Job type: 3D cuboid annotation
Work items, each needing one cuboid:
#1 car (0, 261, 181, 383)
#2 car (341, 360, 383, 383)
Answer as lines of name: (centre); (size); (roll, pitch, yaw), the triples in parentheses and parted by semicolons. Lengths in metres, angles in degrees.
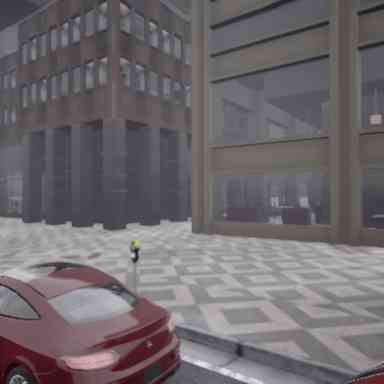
car: (-2.071, 1.621, 4.441); (4.206, 1.307, 1.802); (-1, 0, 36)
car: (2.486, 1.426, 1.185); (4.097, 1.590, 1.967); (-1, 0, 36)
